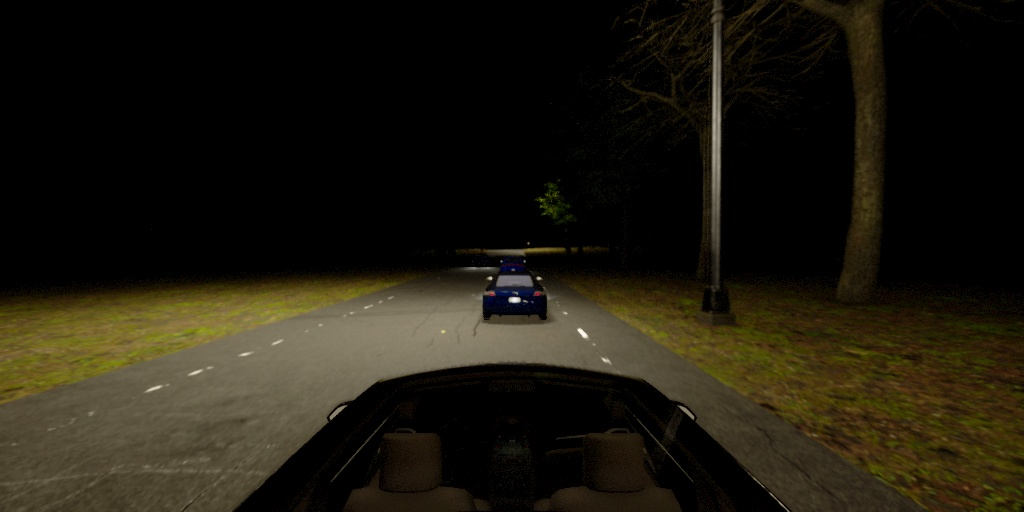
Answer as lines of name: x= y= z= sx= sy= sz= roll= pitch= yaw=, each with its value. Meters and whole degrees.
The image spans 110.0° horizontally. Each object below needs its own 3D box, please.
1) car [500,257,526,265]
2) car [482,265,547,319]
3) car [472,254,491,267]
car: x=0.086 y=0.786 z=28.451 sx=1.882 sy=1.535 sz=5.008 roll=0 pitch=1 yaw=0
car: x=0.083 y=1.182 z=12.174 sx=1.994 sy=1.385 sz=4.181 roll=0 pitch=1 yaw=0
car: x=-3.592 y=0.451 z=42.561 sx=1.882 sy=1.535 sz=5.008 roll=0 pitch=1 yaw=0
